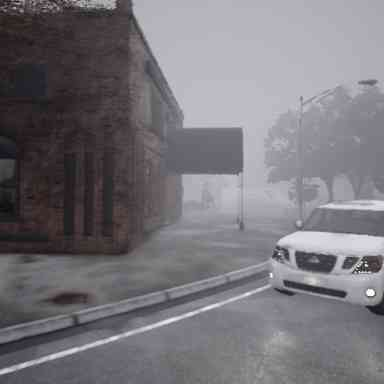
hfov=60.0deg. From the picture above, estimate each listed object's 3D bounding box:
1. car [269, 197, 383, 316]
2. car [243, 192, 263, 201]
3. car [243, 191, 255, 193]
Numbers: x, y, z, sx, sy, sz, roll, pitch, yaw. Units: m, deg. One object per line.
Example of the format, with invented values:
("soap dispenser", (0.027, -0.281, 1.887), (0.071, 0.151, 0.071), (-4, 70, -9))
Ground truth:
("car", (3.993, 1.252, 8.099), (2.150, 2.045, 5.566), (0, 0, 41))
("car", (17.144, 1.551, 90.597), (4.674, 1.452, 2.002), (-1, 3, -16))
("car", (17.374, 1.357, 93.544), (4.792, 1.488, 2.163), (-1, 3, -16))
